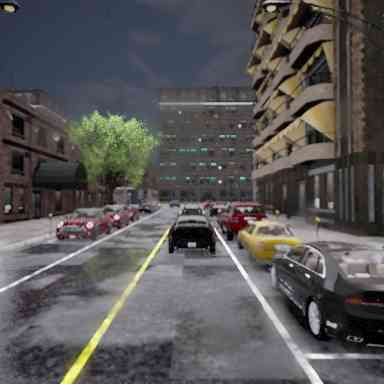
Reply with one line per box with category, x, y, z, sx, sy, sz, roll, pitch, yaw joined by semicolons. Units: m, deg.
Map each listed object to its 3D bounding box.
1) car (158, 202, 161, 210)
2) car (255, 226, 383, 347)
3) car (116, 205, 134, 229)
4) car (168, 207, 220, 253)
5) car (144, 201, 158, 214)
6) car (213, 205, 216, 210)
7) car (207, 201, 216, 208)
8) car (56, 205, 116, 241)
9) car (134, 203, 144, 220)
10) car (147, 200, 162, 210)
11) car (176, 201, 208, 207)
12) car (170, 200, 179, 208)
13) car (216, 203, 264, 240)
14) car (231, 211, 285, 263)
car;-5.635;2.000;46.150;2.008;1.369;4.403;1;-1;0
car;2.704;1.613;6.401;2.008;1.369;4.403;1;-1;0
car;-5.638;1.666;23.405;1.967;1.590;4.097;1;-1;0
car;0.008;1.646;14.312;1.837;1.490;4.892;0;0;0
car;-5.636;1.959;40.462;1.947;1.339;4.313;1;-1;0
car;2.707;1.808;23.460;1.802;1.307;4.206;1;-1;0
car;2.709;1.903;34.833;1.947;1.339;4.313;1;-1;0
car;-5.639;1.611;17.718;1.967;1.590;4.097;1;-1;0
car;-5.639;1.863;29.090;1.802;1.307;4.206;1;-1;0
car;-5.804;2.030;51.667;1.752;1.417;4.829;1;-1;0
car;0.011;1.776;29.312;2.128;1.511;4.902;0;0;0
car;-2.989;2.133;59.773;2.033;1.411;5.357;0;-1;0
car;2.710;1.486;17.777;2.192;1.841;5.009;1;-1;0
car;2.705;1.643;12.257;1.752;1.417;4.829;1;-1;0
